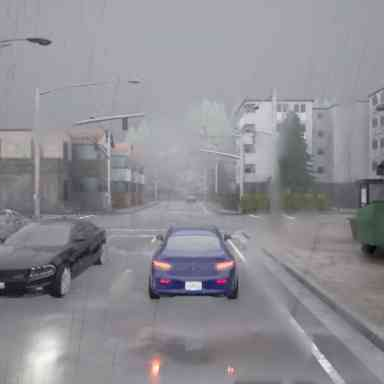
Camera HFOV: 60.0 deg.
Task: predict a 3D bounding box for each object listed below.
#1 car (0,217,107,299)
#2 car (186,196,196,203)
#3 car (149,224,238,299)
[{"bbox_3d":[-3.633,1.475,8.718,1.882,1.535,5.008,0,0,0],"label":"car"},{"bbox_3d":[-0.143,1.507,66.933,1.812,1.442,4.674,0,0,0],"label":"car"},{"bbox_3d":[0.040,1.523,8.290,1.812,1.442,4.674,0,0,0],"label":"car"}]
